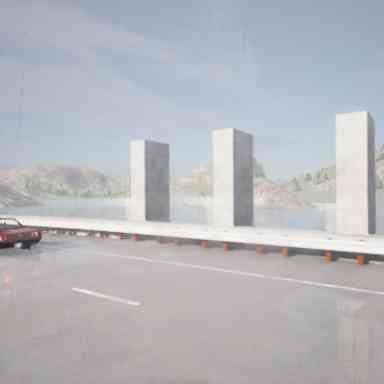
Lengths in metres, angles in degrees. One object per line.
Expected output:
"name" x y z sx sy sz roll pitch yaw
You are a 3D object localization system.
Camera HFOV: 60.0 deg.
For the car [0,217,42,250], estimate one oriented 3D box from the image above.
"car" -8.255 1.671 13.340 4.718 1.301 1.895 0 0 31
